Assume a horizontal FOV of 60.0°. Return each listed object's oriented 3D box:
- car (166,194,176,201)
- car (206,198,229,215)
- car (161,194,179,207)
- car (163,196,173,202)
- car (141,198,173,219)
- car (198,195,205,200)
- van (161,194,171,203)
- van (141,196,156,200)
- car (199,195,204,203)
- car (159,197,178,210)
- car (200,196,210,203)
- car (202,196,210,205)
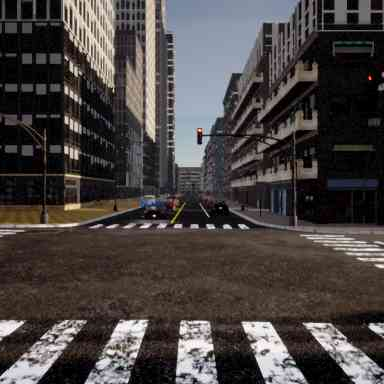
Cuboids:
[{"bbox_3d":[-5.619,1.337,89.048,2.192,1.841,5.009,0,0,0],"label":"car"},{"bbox_3d":[2.717,1.568,33.839,1.947,1.339,4.313,0,0,0],"label":"car"},{"bbox_3d":[-3.049,1.358,49.494,2.097,1.767,4.553,0,0,0],"label":"car"},{"bbox_3d":[-5.628,1.567,77.738,2.008,1.369,4.403,0,0,0],"label":"car"},{"bbox_3d":[-3.076,1.549,29.719,2.033,1.411,5.357,0,0,0],"label":"car"},{"bbox_3d":[2.766,1.590,94.695,1.947,1.339,4.313,0,0,0],"label":"car"},{"bbox_3d":[-5.633,1.355,72.084,1.690,1.788,3.998,0,0,0],"label":"van"},{"bbox_3d":[-5.657,1.346,43.813,1.690,1.788,3.998,0,0,0],"label":"van"},{"bbox_3d":[2.738,1.561,60.769,2.008,1.369,4.403,0,0,0],"label":"car"},{"bbox_3d":[-3.063,1.605,39.394,1.895,1.301,4.718,0,0,0],"label":"car"},{"bbox_3d":[2.748,1.559,72.077,1.887,1.381,4.507,0,0,0],"label":"car"},{"bbox_3d":[2.724,1.550,43.806,1.887,1.381,4.507,0,0,0],"label":"car"}]
